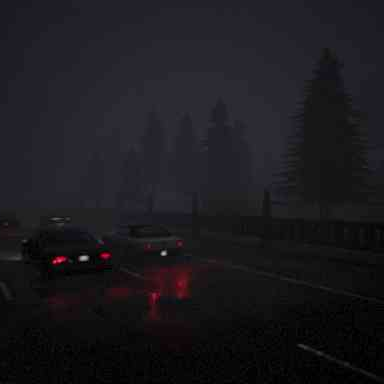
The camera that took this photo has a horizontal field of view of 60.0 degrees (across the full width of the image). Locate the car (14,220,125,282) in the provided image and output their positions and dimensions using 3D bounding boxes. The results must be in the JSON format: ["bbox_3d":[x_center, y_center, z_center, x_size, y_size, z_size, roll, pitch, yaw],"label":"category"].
[{"bbox_3d":[-4.294,1.870,10.922,2.033,1.411,5.357,2,-2,-34],"label":"car"}]

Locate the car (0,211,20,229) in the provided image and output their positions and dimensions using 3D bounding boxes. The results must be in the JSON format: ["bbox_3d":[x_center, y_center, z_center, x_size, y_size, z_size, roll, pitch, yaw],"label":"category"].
[{"bbox_3d":[-14.742,2.204,26.030,1.882,1.535,5.008,2,-2,-34],"label":"car"}]

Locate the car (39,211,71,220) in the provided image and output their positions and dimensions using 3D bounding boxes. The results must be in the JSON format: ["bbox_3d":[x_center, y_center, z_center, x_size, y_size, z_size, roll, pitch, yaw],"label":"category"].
[{"bbox_3d":[-11.195,2.273,27.038,2.128,1.511,4.902,2,-2,-34],"label":"car"}]

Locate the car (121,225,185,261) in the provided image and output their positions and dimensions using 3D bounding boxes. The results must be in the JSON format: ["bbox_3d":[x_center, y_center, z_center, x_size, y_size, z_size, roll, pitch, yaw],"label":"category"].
[{"bbox_3d":[-2.301,2.038,14.213,1.895,1.301,4.718,2,-2,-34],"label":"car"}]
